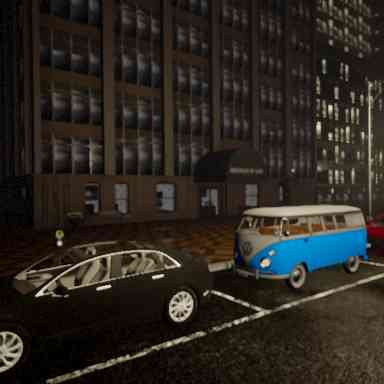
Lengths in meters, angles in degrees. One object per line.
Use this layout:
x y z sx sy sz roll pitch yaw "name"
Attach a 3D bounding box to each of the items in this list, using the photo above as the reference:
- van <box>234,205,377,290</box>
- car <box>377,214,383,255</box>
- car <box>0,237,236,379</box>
2.838 1.260 8.570 3.998 1.788 1.690 -1 0 -35 "van"
7.343 1.401 11.768 4.507 1.381 1.887 -1 0 -35 "car"
-1.663 1.532 5.375 4.403 1.369 2.008 -1 0 -35 "car"
